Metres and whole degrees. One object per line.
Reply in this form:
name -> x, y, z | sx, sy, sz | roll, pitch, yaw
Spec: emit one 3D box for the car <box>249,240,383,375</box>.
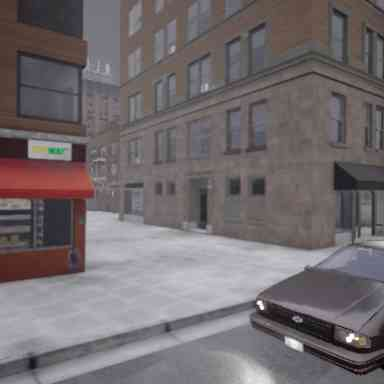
car -> 3.489, 1.608, 5.863 | 5.357, 1.411, 2.033 | 1, 0, -35
